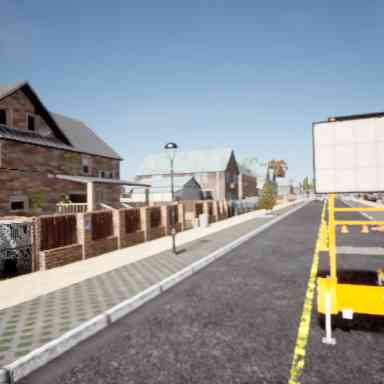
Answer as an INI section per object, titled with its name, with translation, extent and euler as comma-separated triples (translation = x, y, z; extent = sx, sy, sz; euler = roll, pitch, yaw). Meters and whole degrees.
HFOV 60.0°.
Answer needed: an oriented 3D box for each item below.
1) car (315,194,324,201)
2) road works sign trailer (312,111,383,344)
[car]
translation = 31.089, 1.284, 81.009
extent = 2.097, 1.767, 4.553
euler = -2, -1, 22
[road works sign trailer]
translation = 3.432, 0.404, 5.844
extent = 2.380, 3.560, 2.880
euler = -2, 0, 22
